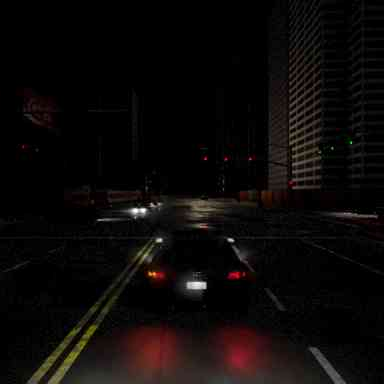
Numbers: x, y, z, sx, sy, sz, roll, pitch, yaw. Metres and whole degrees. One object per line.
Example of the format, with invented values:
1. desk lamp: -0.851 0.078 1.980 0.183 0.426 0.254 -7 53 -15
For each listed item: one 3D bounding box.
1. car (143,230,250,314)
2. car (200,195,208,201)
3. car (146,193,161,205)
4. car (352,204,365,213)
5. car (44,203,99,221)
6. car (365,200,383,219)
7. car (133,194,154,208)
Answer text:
1. car: 0.076 1.564 7.685 1.994 1.385 4.181 0 0 0
2. car: 3.268 1.525 87.523 2.128 1.511 4.902 0 0 0
3. car: -7.229 1.221 58.018 2.150 2.045 5.566 0 0 0
4. car: 19.626 1.547 34.471 5.357 1.411 2.033 0 0 0
5. car: -9.721 1.564 27.038 4.181 1.385 1.994 0 0 0
6. car: 17.398 1.491 27.254 4.902 1.511 2.128 0 0 0
7. car: -7.214 1.491 48.065 2.128 1.511 4.902 0 0 0
